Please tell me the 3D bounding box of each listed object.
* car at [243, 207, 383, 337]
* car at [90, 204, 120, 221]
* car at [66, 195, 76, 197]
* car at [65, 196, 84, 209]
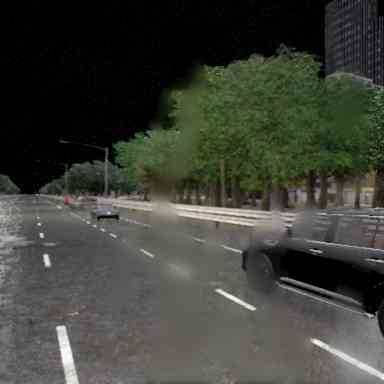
[{"bbox_3d":[3.240,1.295,6.406,2.150,2.045,5.566,1,0,-26],"label":"car"},{"bbox_3d":[-7.776,1.740,29.463,1.994,1.385,4.181,1,-1,-26],"label":"car"},{"bbox_3d":[-24.275,1.572,67.289,2.150,2.045,5.566,1,0,-14],"label":"car"},{"bbox_3d":[-16.980,1.748,48.742,2.128,1.511,4.902,1,0,-25],"label":"car"}]
